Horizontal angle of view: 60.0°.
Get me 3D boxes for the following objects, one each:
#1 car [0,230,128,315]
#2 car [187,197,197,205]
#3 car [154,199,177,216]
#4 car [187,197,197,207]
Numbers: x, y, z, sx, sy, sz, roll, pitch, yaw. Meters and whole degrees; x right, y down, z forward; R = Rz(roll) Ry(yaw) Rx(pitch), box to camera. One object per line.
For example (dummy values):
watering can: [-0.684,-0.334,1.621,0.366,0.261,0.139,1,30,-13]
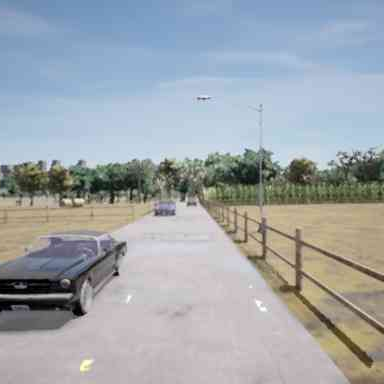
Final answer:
car: [-2.844,1.626,7.724,1.895,1.301,4.718,0,0,0]
car: [-0.018,1.920,73.415,2.097,1.767,4.553,0,-1,0]
car: [-2.759,1.575,35.429,2.097,1.767,4.553,0,0,0]
car: [-0.015,2.011,63.016,2.128,1.511,4.902,0,-1,0]
